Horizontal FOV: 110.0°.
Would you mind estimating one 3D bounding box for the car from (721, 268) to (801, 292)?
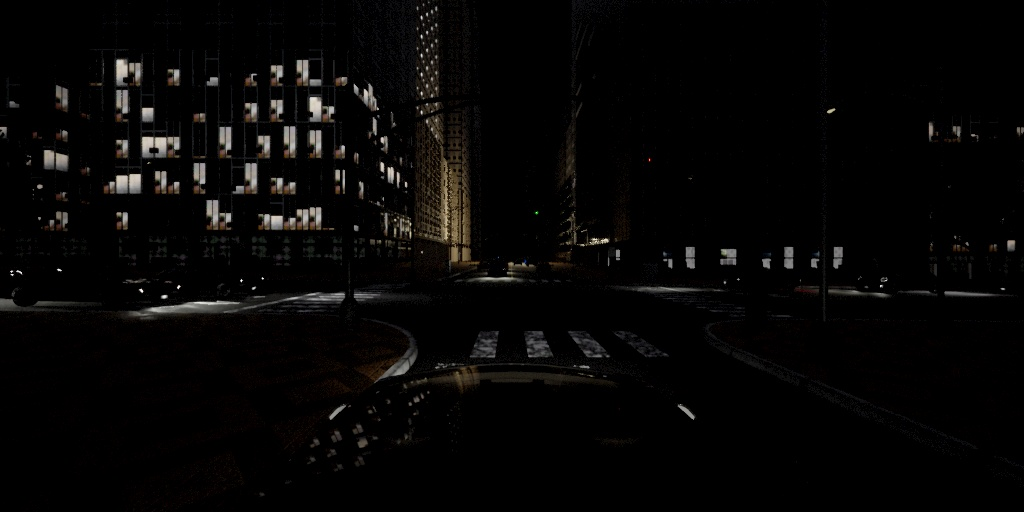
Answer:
[{"bbox_3d":[16.901,1.576,24.432,4.902,1.511,2.128,1,0,-3],"label":"car"}]

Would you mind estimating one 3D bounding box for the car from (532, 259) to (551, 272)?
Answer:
[{"bbox_3d":[3.956,1.341,45.547,1.948,1.339,4.313,0,0,0],"label":"car"}]

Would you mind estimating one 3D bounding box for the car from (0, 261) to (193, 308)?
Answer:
[{"bbox_3d":[-15.290,1.045,13.031,5.357,1.411,2.033,1,0,0],"label":"car"}]

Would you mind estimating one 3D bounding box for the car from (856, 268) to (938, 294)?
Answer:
[{"bbox_3d":[26.746,1.613,24.880,4.553,1.767,2.097,1,0,-3],"label":"car"}]

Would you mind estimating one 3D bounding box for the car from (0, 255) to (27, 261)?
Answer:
[{"bbox_3d":[-22.916,0.710,15.907,4.553,1.767,2.097,1,0,-3],"label":"car"}]

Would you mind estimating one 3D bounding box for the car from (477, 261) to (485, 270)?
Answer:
[{"bbox_3d":[-3.993,1.356,51.045,1.802,1.307,4.207,0,0,0],"label":"car"}]

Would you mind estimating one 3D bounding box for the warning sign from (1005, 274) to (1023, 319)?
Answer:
[{"bbox_3d":[17.282,1.207,11.736,1.060,1.860,1.300,0,0,-3],"label":"warning sign"}]

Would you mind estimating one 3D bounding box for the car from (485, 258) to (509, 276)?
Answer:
[{"bbox_3d":[-1.474,1.254,37.094,1.882,1.535,5.008,0,0,0],"label":"car"}]

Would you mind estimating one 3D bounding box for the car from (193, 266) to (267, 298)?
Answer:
[{"bbox_3d":[-14.011,1.122,16.311,4.718,1.301,1.895,1,0,-3],"label":"car"}]

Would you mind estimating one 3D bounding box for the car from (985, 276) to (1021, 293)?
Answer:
[{"bbox_3d":[36.762,2.041,25.331,4.718,1.301,1.895,1,0,-2],"label":"car"}]
